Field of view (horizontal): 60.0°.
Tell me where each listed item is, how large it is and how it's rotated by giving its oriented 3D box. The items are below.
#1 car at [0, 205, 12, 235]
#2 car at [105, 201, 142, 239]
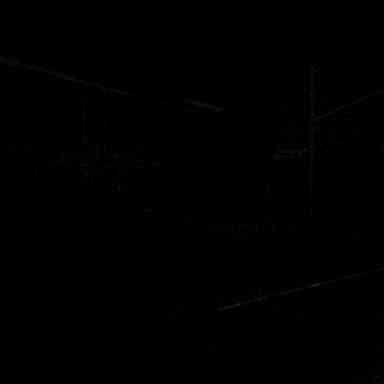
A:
[{"bbox_3d":[-11.481,1.523,18.601,2.242,1.667,4.611,1,0,-36],"label":"car"},{"bbox_3d":[-4.352,1.448,18.339,1.905,1.878,3.866,1,0,-36],"label":"car"}]
